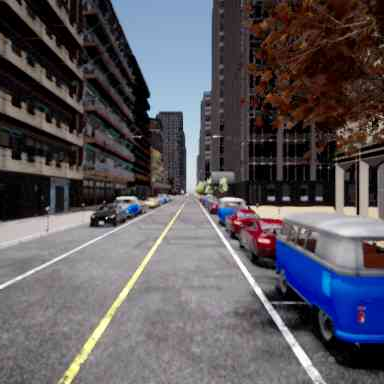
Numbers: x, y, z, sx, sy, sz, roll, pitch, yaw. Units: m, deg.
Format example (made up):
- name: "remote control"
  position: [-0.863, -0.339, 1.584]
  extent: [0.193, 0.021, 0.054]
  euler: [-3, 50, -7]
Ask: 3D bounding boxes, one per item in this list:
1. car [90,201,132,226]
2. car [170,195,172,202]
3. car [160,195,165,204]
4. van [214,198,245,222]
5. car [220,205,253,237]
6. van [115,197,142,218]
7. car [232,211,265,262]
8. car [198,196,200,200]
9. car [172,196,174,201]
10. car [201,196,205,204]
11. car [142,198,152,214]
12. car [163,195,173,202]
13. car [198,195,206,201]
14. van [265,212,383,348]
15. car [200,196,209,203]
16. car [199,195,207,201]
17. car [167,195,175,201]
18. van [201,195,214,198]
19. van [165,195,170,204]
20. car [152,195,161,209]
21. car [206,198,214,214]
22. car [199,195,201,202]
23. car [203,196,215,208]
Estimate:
- name: "car"
  position: [-5.685, 1.548, 23.085]
  extent: [1.947, 1.339, 4.313]
  euler: [0, 0, 0]
- name: "car"
  position: [-5.680, 1.566, 68.223]
  extent: [1.752, 1.417, 4.829]
  euler: [0, 0, 0]
- name: "car"
  position: [-5.682, 1.562, 51.401]
  extent: [2.008, 1.369, 4.403]
  euler: [0, 0, 0]
- name: "van"
  position: [2.696, 1.323, 23.084]
  extent: [1.690, 1.788, 3.998]
  euler: [0, 0, 0]
- name: "car"
  position: [2.695, 1.567, 17.421]
  extent: [1.802, 1.307, 4.206]
  euler: [0, 0, 0]
- name: "van"
  position: [-5.684, 1.324, 28.749]
  extent: [1.690, 1.788, 3.998]
  euler: [0, 0, 0]
- name: "car"
  position: [2.694, 1.571, 11.759]
  extent: [1.802, 1.307, 4.206]
  euler: [0, 0, 0]
- name: "car"
  position: [2.700, 1.581, 62.728]
  extent: [2.008, 1.369, 4.403]
  euler: [0, 0, 0]
- name: "car"
  position: [-5.679, 1.617, 74.058]
  extent: [1.947, 1.339, 4.313]
  euler: [0, 0, 0]
- name: "car"
  position: [2.697, 1.552, 45.736]
  extent: [2.008, 1.369, 4.403]
  euler: [0, 0, 0]
- name: "car"
  position: [-5.684, 1.537, 34.411]
  extent: [2.008, 1.369, 4.403]
  euler: [0, 0, 0]
- name: "car"
  position: [-5.678, 1.501, 79.719]
  extent: [1.967, 1.590, 4.097]
  euler: [0, 0, 0]
- name: "car"
  position: [2.703, 1.635, 91.045]
  extent: [1.887, 1.381, 4.507]
  euler: [0, 0, 0]
- name: "van"
  position: [2.694, 1.335, 6.094]
  extent: [1.690, 1.788, 3.998]
  euler: [0, 0, 0]
- name: "car"
  position: [2.701, 1.595, 74.057]
  extent: [1.887, 1.381, 4.507]
  euler: [0, 0, 0]
- name: "car"
  position: [2.703, 1.513, 85.383]
  extent: [1.967, 1.590, 4.097]
  euler: [0, 0, 0]
- name: "car"
  position: [-5.676, 1.615, 90.876]
  extent: [1.752, 1.417, 4.829]
  euler: [0, 0, 0]
- name: "van"
  position: [2.698, 1.352, 51.400]
  extent: [1.690, 1.788, 3.998]
  euler: [0, 0, 0]
- name: "van"
  position: [-5.680, 1.372, 62.730]
  extent: [1.690, 1.788, 3.998]
  euler: [0, 0, 0]
- name: "car"
  position: [-5.683, 1.527, 45.567]
  extent: [1.752, 1.417, 4.829]
  euler: [0, 0, 0]
- name: "car"
  position: [2.696, 1.568, 34.409]
  extent: [1.802, 1.307, 4.206]
  euler: [0, 0, 0]
- name: "car"
  position: [2.699, 1.566, 57.064]
  extent: [1.887, 1.381, 4.507]
  euler: [0, 0, 0]
- name: "car"
  position: [2.697, 1.543, 40.073]
  extent: [2.008, 1.369, 4.403]
  euler: [0, 0, 0]
